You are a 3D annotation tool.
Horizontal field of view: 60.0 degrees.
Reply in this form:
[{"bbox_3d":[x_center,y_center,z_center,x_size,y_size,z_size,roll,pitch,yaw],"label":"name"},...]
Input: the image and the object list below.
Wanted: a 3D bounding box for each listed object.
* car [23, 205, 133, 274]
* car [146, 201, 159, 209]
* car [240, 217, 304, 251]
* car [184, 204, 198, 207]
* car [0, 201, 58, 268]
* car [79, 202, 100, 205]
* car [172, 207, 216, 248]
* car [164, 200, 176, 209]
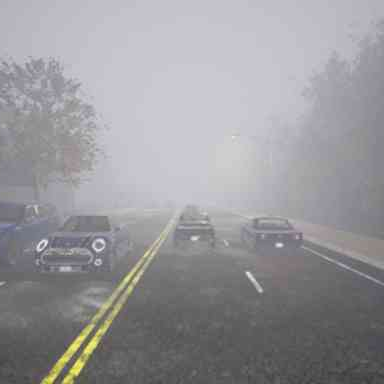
[{"bbox_3d":[-3.351,1.483,11.061,2.097,1.767,4.553,0,-1,0],"label":"car"},{"bbox_3d":[-7.095,2.301,59.565,1.895,1.301,4.718,0,-1,-1],"label":"car"},{"bbox_3d":[3.352,1.776,14.970,1.895,1.301,4.718,0,-1,0],"label":"car"},{"bbox_3d":[-0.080,1.922,33.856,1.812,1.442,4.674,0,-1,-1],"label":"car"},{"bbox_3d":[-6.600,1.365,12.139,2.150,2.045,5.566,0,-1,0],"label":"car"},{"bbox_3d":[-20.679,2.613,67.480,4.313,1.339,1.947,-1,1,-1],"label":"car"},{"bbox_3d":[0.102,1.676,15.732,2.128,1.511,4.902,0,-1,0],"label":"car"},{"bbox_3d":[-3.840,2.170,58.960,1.882,1.535,5.008,0,-1,-1],"label":"car"}]
